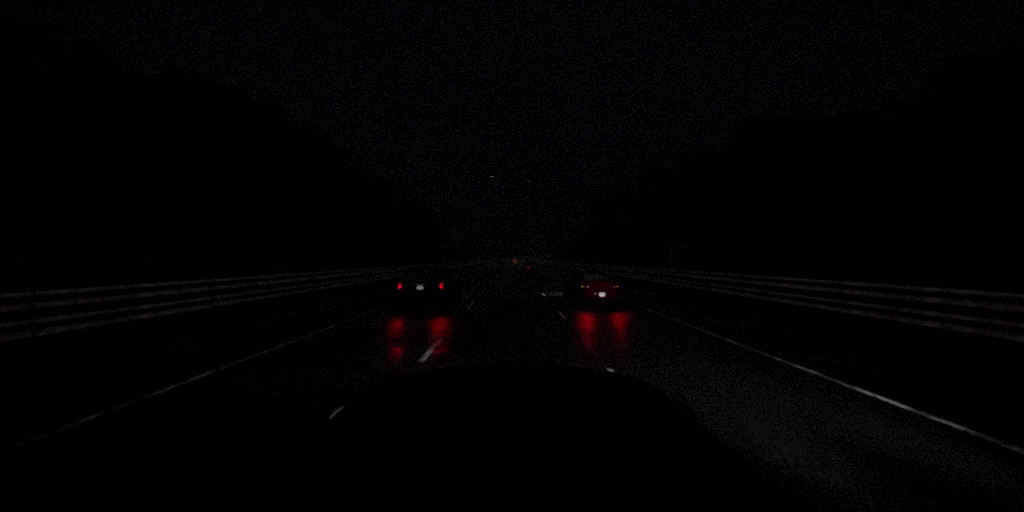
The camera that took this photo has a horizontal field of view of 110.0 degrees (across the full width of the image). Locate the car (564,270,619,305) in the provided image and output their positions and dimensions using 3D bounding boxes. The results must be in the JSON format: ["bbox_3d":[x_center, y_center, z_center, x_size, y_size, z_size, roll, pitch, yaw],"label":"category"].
[{"bbox_3d":[3.598,1.377,16.625,1.812,1.442,4.674,0,0,0],"label":"car"}]

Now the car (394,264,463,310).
[{"bbox_3d":[-3.402,1.195,15.375,2.097,1.767,4.553,0,0,0],"label":"car"}]
